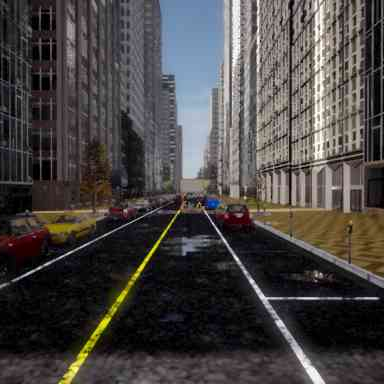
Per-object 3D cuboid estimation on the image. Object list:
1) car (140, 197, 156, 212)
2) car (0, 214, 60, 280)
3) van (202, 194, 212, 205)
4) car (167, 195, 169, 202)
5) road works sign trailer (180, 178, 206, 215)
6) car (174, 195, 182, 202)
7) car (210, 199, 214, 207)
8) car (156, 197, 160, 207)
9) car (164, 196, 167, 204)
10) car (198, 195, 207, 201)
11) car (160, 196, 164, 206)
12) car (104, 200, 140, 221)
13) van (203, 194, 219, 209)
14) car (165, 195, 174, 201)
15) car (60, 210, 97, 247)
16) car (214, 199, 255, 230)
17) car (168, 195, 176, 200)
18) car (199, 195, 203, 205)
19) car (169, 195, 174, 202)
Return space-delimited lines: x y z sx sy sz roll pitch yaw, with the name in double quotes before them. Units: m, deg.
"car" -5.698 1.544 38.027 2.008 1.369 4.403 -1 0 0
"car" -5.699 1.438 9.609 1.967 1.590 4.097 -1 0 0
"van" 2.681 1.331 60.762 1.690 1.788 3.998 -1 0 0
"car" -5.697 1.572 60.762 1.802 1.307 4.206 -1 0 0
"road works sign trailer" -0.007 0.419 33.048 2.380 3.560 2.880 0 1 0
"car" -3.000 1.416 76.725 1.882 1.535 5.008 0 0 0
"car" 2.683 1.520 26.830 1.752 1.417 4.829 -1 0 0
"car" -5.697 1.558 43.711 1.947 1.339 4.313 -1 0 0
"car" -5.698 1.542 55.078 2.008 1.369 4.403 -1 0 0
"car" 2.683 1.537 83.496 2.008 1.369 4.403 -1 0 0
"car" -5.697 1.536 49.395 1.887 1.381 4.507 -1 0 0
"car" -5.699 1.435 26.660 1.967 1.590 4.097 -1 0 0
"van" 2.681 1.334 43.711 1.690 1.788 3.998 -1 0 0
"car" -5.697 1.536 83.496 2.008 1.369 4.403 -1 0 0
"car" -5.698 1.522 15.123 1.752 1.417 4.829 -1 0 0
"car" 2.682 1.436 20.977 1.967 1.590 4.097 -1 0 0
"car" -5.697 1.565 94.863 1.802 1.307 4.206 -1 0 0
"car" 2.681 1.306 55.078 2.192 1.841 5.009 -1 0 0
"car" -5.698 1.539 72.129 2.008 1.369 4.403 -1 0 0
